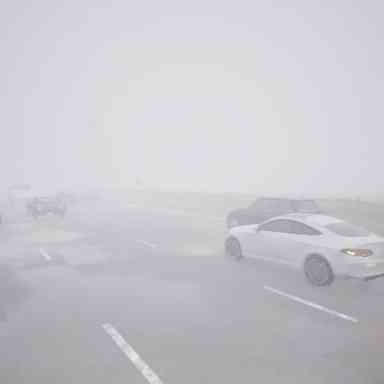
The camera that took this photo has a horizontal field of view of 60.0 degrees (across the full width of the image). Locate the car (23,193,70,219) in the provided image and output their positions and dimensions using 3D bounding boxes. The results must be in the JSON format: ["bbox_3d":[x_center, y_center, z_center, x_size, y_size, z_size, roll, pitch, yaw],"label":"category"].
[{"bbox_3d":[-9.760,0.970,22.060,1.895,1.301,4.718,-1,2,-32],"label":"car"}]

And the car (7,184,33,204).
[{"bbox_3d":[-18.599,0.177,36.095,2.150,2.045,5.566,-1,0,-32],"label":"car"}]

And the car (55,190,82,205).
[{"bbox_3d":[-12.993,0.520,33.768,1.882,1.535,5.008,-1,2,-32],"label":"car"}]

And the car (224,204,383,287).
[{"bbox_3d":[2.766,1.288,8.730,1.812,1.442,4.674,-1,2,-32],"label":"car"}]

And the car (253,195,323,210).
[{"bbox_3d":[3.491,0.968,14.145,2.097,1.767,4.553,-1,2,-32],"label":"car"}]

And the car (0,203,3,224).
[{"bbox_3d":[-11.849,1.055,18.814,1.895,1.301,4.718,-1,2,-32],"label":"car"}]

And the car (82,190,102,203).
[{"bbox_3d":[-11.932,0.474,38.649,1.994,1.385,4.181,-1,2,-32],"label":"car"}]
